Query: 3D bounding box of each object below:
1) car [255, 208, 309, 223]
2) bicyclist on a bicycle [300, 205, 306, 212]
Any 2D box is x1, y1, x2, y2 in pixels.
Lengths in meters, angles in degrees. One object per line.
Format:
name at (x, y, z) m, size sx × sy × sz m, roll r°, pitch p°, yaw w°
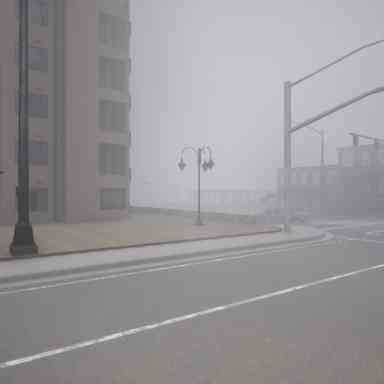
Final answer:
car at (7.985, 2.096, 29.843) m, size 1.895 × 1.301 × 4.718 m, roll 0°, pitch -4°, yaw -36°
bicyclist on a bicycle at (13.605, 2.464, 40.705) m, size 1.656 × 1.620 × 0.582 m, roll 0°, pitch -8°, yaw -35°
